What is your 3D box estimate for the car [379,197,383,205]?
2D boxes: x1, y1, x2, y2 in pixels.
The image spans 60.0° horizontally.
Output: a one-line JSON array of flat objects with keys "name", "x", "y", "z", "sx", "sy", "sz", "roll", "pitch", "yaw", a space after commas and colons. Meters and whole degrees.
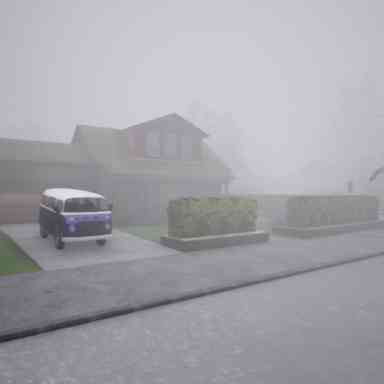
[{"name": "car", "x": 24.673, "y": 0.965, "z": 41.444, "sx": 3.866, "sy": 1.878, "sz": 1.905, "roll": 0, "pitch": 0, "yaw": 0}]
